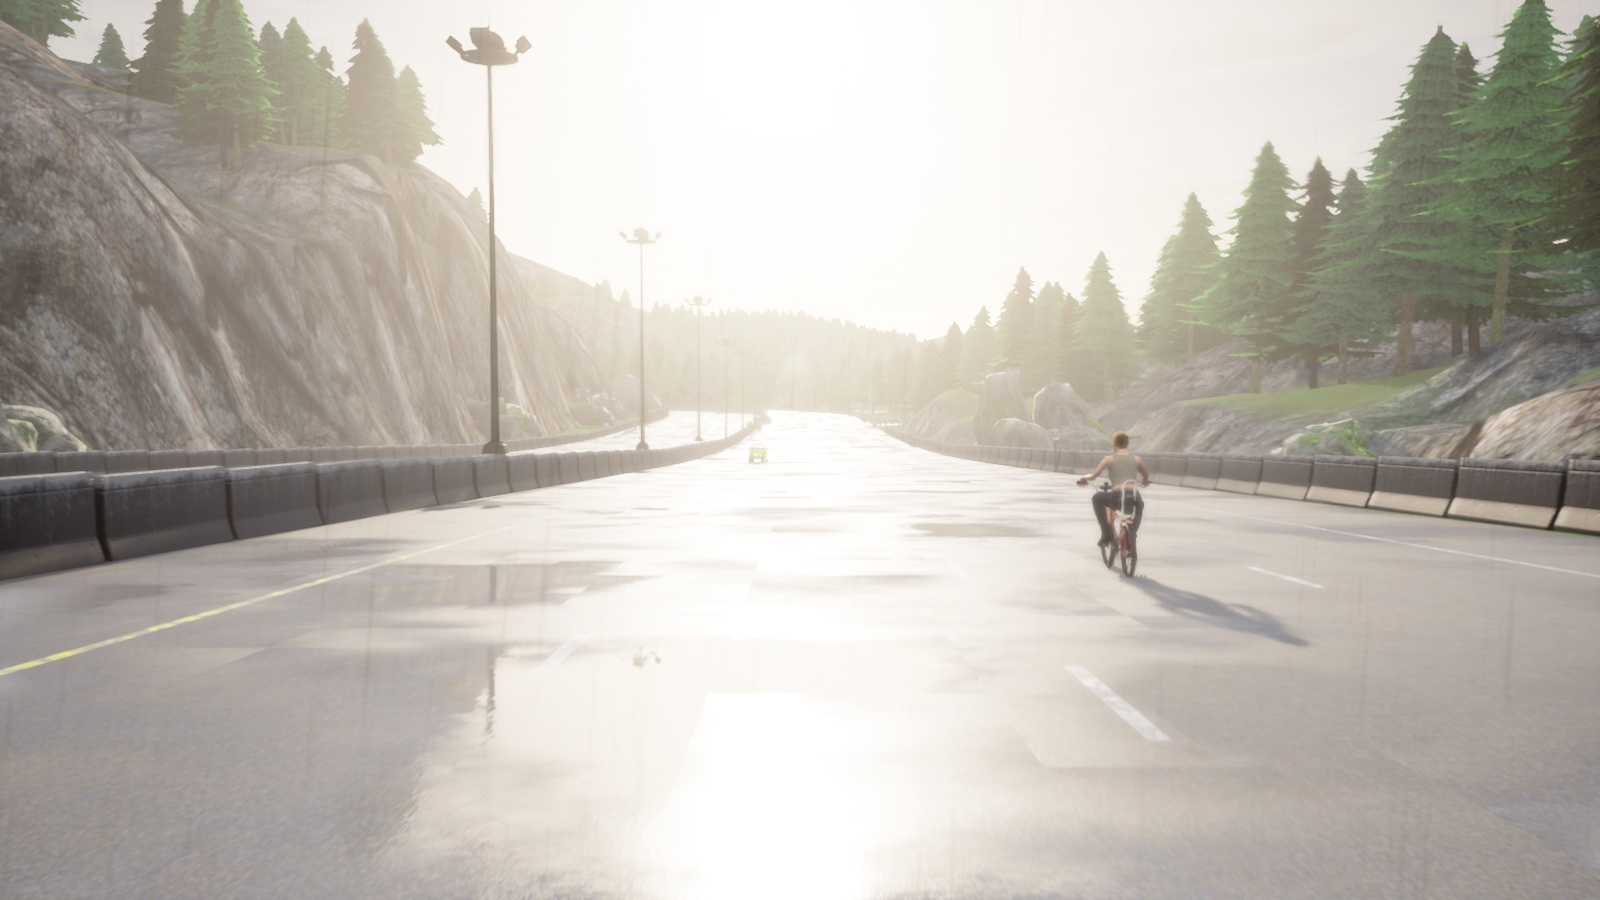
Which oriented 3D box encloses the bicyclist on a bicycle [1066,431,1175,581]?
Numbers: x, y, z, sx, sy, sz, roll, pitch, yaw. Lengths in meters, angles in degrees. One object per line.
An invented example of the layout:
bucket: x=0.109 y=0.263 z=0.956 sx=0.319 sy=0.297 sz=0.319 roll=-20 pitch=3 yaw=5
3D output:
bicyclist on a bicycle: x=3.619 y=0.599 z=14.307 sx=0.866 sy=1.612 sz=1.509 roll=0 pitch=0 yaw=1

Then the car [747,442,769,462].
car: x=-2.976 y=0.158 z=89.765 sx=1.481 sy=1.376 sz=2.207 roll=0 pitch=1 yaw=0
